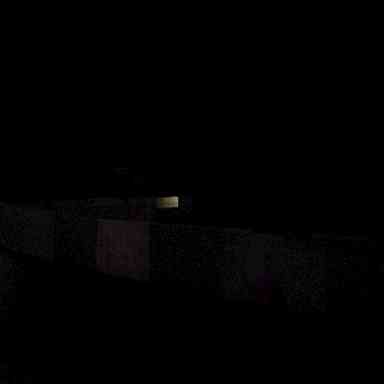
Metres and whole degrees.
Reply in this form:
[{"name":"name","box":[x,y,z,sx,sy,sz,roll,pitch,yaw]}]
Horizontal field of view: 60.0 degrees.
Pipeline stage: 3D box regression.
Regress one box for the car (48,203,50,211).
[{"name":"car","box":[-11.076,1.413,22.551,2.128,1.511,4.902,-3,-1,36]}]
